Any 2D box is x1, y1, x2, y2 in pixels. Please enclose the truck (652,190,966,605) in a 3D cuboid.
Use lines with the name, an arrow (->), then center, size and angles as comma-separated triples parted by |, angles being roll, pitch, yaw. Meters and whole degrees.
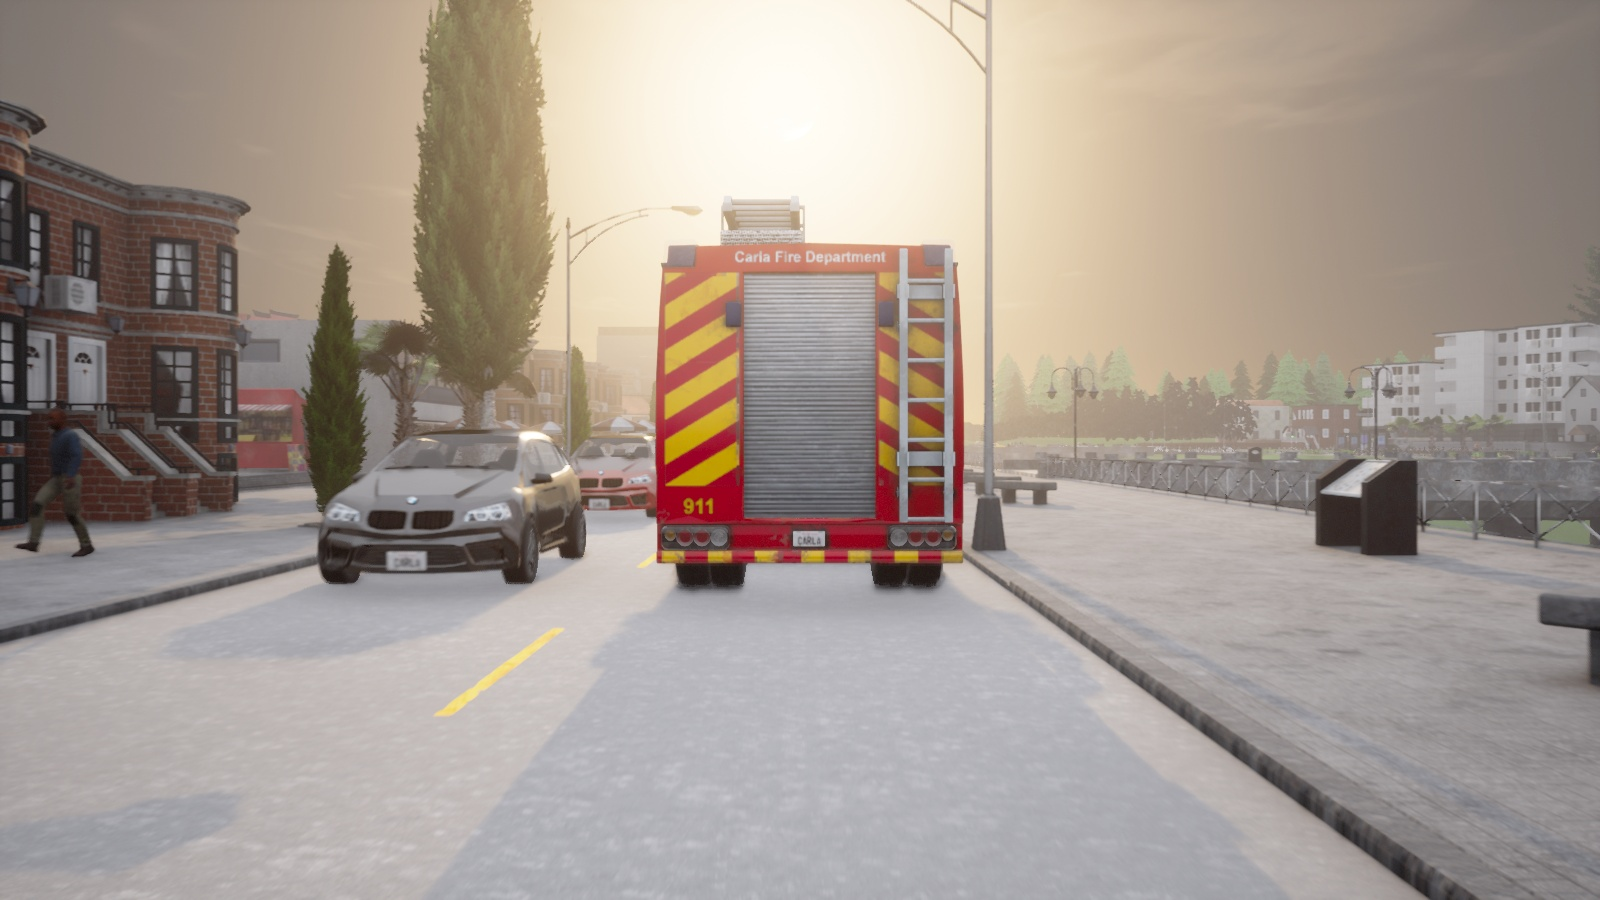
truck -> 0.104, -0.507, 15.812 | 2.891, 3.827, 8.468 | 0, 0, 0

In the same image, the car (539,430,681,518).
car -> -3.838, 0.440, 26.250 | 2.242, 1.667, 4.611 | 0, 0, 0

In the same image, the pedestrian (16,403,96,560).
pedestrian -> -8.888, 0.365, 15.010 | 0.370, 1.835, 0.726 | 0, 0, 29

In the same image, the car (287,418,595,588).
car -> -3.903, 0.505, 14.624 | 2.242, 1.667, 4.611 | 0, 0, 0
